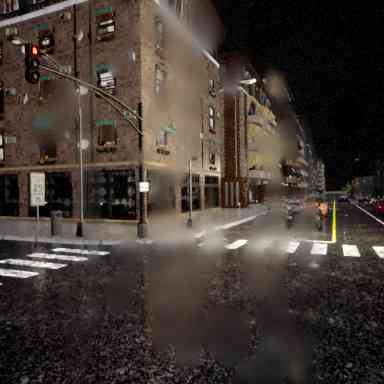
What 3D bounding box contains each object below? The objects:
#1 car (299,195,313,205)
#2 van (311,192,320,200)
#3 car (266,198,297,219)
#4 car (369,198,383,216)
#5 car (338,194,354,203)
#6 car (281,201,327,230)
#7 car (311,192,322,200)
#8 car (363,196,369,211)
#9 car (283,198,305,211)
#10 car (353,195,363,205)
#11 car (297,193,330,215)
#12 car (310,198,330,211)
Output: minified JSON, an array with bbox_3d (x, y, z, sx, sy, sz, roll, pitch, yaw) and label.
[{"bbox_3d":[18.413,1.310,53.685,1.752,1.417,4.829,-1,0,23],"label":"car"},{"bbox_3d":[29.695,1.036,80.022,1.690,1.788,3.998,-1,0,23],"label":"van"},{"bbox_3d":[7.262,1.442,27.661,2.008,1.369,4.403,-1,0,23],"label":"car"},{"bbox_3d":[17.213,1.386,29.607,1.802,1.307,4.206,-1,0,23],"label":"car"},{"bbox_3d":[26.940,1.276,58.864,1.994,1.385,4.181,0,0,23],"label":"car"},{"bbox_3d":[6.870,1.464,20.149,1.994,1.385,4.181,0,0,23],"label":"car"},{"bbox_3d":[31.938,0.994,85.257,2.192,1.841,5.009,-1,0,23],"label":"car"},{"bbox_3d":[19.457,1.333,34.844,2.008,1.369,4.403,-1,0,23],"label":"car"},{"bbox_3d":[11.749,1.397,38.133,2.008,1.369,4.403,-1,0,23],"label":"car"},{"bbox_3d":[26.188,1.270,50.552,2.008,1.369,4.403,-1,0,23],"label":"car"},{"bbox_3d":[10.746,1.212,29.148,2.097,1.767,4.553,0,0,23],"label":"car"},{"bbox_3d":[14.758,1.384,38.309,1.994,1.385,4.181,0,0,23],"label":"car"}]
